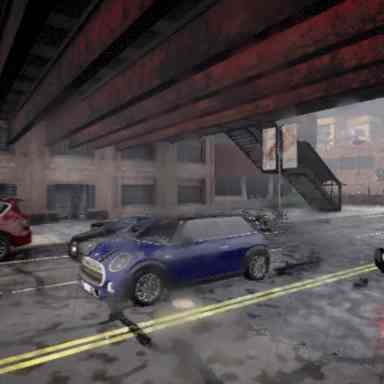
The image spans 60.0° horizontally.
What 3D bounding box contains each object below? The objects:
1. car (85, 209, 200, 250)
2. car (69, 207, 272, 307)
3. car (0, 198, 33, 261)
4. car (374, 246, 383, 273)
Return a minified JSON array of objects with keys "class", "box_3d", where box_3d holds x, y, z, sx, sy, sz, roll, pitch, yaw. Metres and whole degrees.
[{"class":"car","box_3d":[-2.084,1.539,14.790,4.718,1.301,1.895,-1,0,-36]},{"class":"car","box_3d":[-0.289,1.317,8.049,4.553,1.767,2.097,-1,0,-35]},{"class":"car","box_3d":[-8.079,1.233,10.453,5.566,2.045,2.435,-1,0,-36]},{"class":"car","box_3d":[6.688,1.519,8.416,4.718,1.301,1.895,-1,0,-35]}]
